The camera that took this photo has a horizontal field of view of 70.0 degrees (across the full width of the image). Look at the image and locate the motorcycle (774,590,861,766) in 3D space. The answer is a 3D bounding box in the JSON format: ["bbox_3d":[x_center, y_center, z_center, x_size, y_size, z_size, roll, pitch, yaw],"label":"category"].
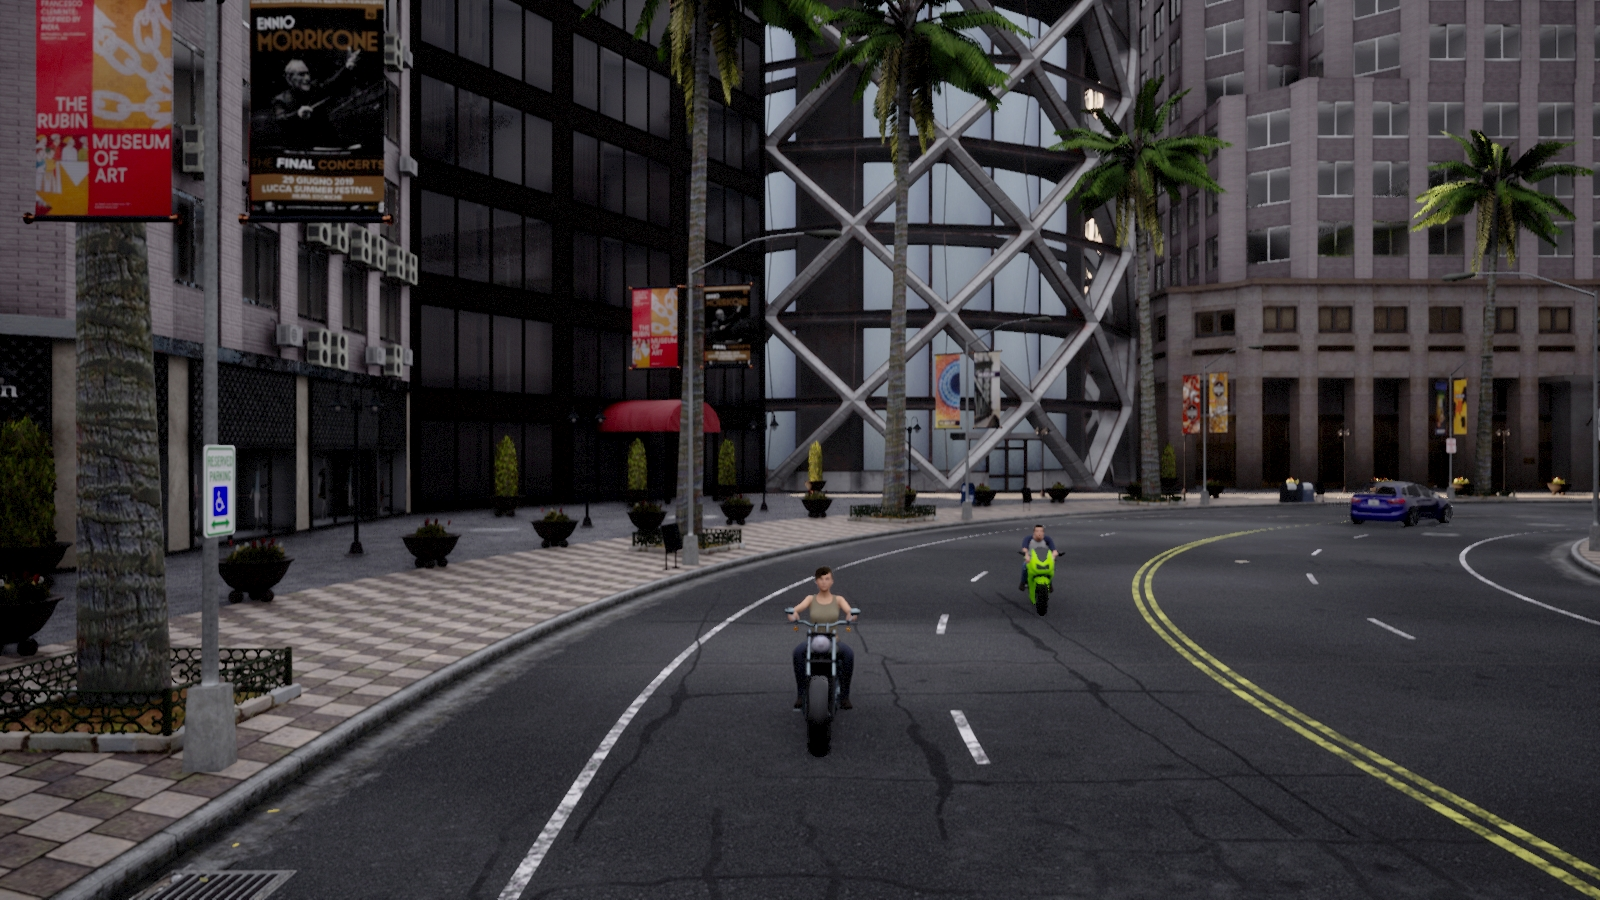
[{"bbox_3d":[0.219,2.184,11.397,0.764,1.277,2.356,0,0,4],"label":"motorcycle"}]

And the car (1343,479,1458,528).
[{"bbox_3d":[23.095,2.016,43.886,4.611,1.667,2.242,0,0,-38],"label":"car"}]

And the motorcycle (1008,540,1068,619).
[{"bbox_3d":[4.155,2.236,20.096,0.803,1.145,2.033,1,0,6],"label":"motorcycle"}]
